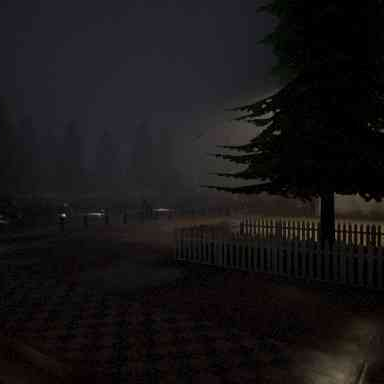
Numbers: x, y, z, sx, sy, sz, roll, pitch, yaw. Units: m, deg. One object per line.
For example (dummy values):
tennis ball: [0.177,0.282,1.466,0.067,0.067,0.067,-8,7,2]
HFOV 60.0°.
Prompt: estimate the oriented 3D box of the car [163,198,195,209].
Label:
car: [-1.665,1.547,45.680,2.033,1.411,5.357,0,0,36]

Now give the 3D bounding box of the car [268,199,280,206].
car: [14.328,1.547,55.741,2.033,1.411,5.357,0,0,36]

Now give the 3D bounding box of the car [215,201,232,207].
car: [5.147,1.564,48.961,1.994,1.385,4.181,0,0,35]

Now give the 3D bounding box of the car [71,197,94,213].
car: [-12.570,1.352,36.448,2.097,1.767,4.553,0,0,36]

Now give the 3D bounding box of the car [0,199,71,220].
car: [-13.687,1.547,28.861,2.033,1.411,5.357,0,0,35]

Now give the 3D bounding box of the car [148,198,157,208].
car: [-6.621,1.526,44.779,1.812,1.442,4.674,0,0,36]

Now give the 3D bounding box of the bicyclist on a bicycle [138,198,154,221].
bicyclist on a bicycle: [-3.385,1.302,24.388,1.656,1.620,0.582,0,0,36]

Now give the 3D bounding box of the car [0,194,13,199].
car: [-18.174,1.222,28.597,2.150,2.045,5.566,0,0,35]

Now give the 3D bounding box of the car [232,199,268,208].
car: [8.414,1.221,47.443,2.150,2.045,5.566,0,0,36]

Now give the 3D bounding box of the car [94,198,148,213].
car: [-7.838,1.547,37.055,2.033,1.411,5.357,0,0,35]
